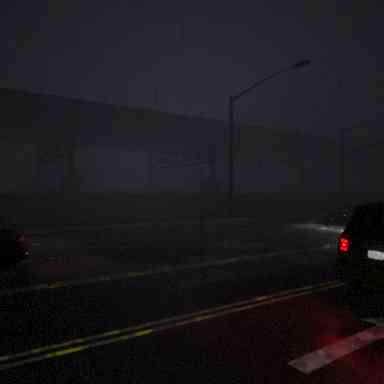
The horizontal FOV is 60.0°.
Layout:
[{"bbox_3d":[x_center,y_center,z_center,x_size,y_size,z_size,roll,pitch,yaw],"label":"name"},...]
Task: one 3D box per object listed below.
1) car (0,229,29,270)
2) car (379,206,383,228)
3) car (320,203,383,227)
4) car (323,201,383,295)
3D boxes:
[{"bbox_3d":[-6.679,1.488,8.022,4.902,1.511,2.128,0,0,-32],"label":"car"},{"bbox_3d":[13.971,1.557,20.986,4.181,1.385,1.994,0,0,-32],"label":"car"},{"bbox_3d":[11.302,1.517,23.447,4.674,1.442,1.812,0,0,-32],"label":"car"},{"bbox_3d":[5.592,1.219,7.356,5.566,2.045,2.150,0,0,-31],"label":"car"}]
